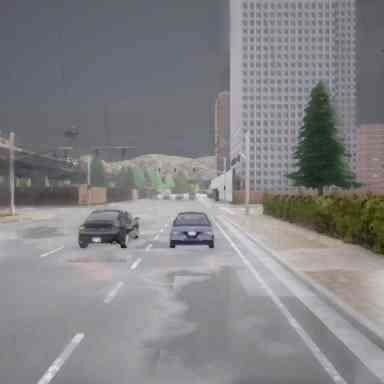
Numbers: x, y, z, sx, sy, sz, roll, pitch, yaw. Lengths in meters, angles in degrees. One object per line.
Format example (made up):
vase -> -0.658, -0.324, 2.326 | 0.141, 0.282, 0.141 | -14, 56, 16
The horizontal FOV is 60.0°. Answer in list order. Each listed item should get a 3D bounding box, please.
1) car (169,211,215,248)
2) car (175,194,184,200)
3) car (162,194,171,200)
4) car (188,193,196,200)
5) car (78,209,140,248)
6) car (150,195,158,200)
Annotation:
car -> 0.000, 1.561, 14.650 | 2.033, 1.411, 5.357 | 0, 0, 0
car -> -3.500, 1.479, 87.742 | 1.895, 1.301, 4.718 | 0, 0, 0
car -> -7.000, 1.348, 92.135 | 2.097, 1.767, 4.553 | 0, 0, 0
car -> 0.000, 1.479, 87.742 | 1.895, 1.301, 4.718 | 0, 0, 0
car -> -3.500, 1.514, 14.650 | 1.837, 1.490, 4.892 | 0, 0, 0
car -> -10.500, 1.518, 92.105 | 2.128, 1.511, 4.902 | 0, 0, 0
